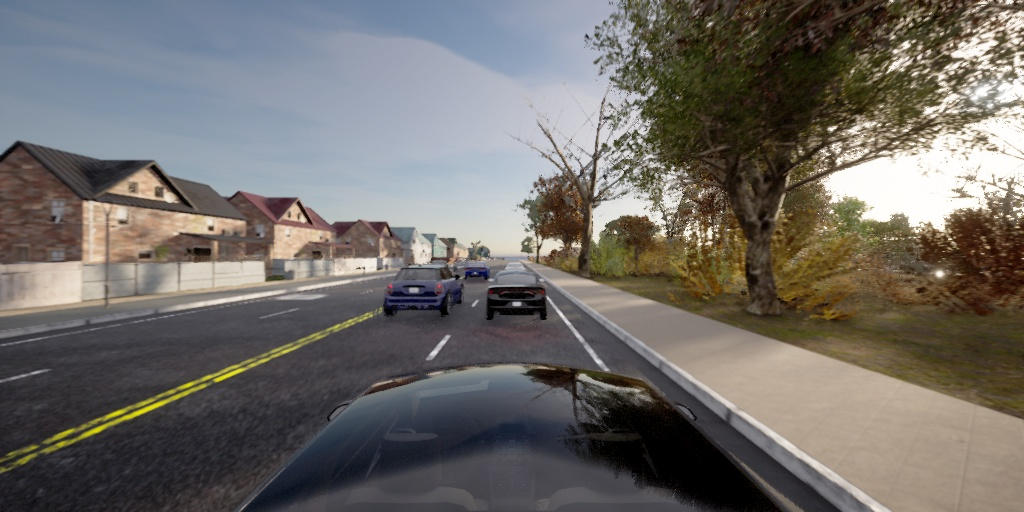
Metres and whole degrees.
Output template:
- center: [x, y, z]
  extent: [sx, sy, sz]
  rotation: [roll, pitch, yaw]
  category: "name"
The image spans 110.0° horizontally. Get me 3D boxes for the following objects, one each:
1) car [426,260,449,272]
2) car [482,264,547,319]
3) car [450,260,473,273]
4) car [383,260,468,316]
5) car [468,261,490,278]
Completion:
- center: [-9.509, 1.275, 46.142]
  extent: [1.837, 1.490, 4.892]
  rotation: [0, -1, 1]
  category: "car"
- center: [0.159, 1.230, 12.805]
  extent: [1.882, 1.535, 5.008]
  rotation: [0, 0, 0]
  category: "car"
- center: [-6.271, 1.263, 45.357]
  extent: [2.128, 1.511, 4.902]
  rotation: [0, 0, 1]
  category: "car"
- center: [-3.086, 1.101, 13.457]
  extent: [2.097, 1.767, 4.553]
  rotation: [0, 0, 0]
  category: "car"
- center: [-2.978, 1.238, 31.669]
  extent: [1.882, 1.535, 5.008]
  rotation: [0, 0, 0]
  category: "car"
